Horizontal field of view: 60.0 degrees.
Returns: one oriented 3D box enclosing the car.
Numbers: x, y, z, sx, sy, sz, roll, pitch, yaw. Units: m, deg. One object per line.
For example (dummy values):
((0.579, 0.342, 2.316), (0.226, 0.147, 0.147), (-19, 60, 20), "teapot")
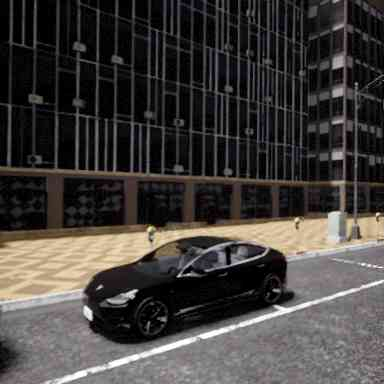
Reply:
((0.102, 1.598, 6.633), (4.313, 1.339, 1.947), (1, 0, -36), "car")
